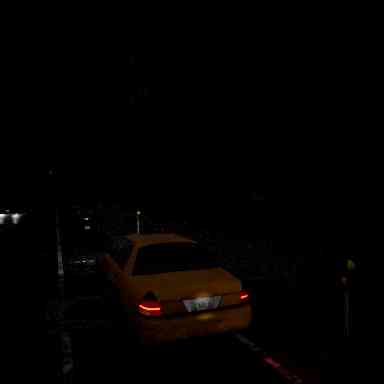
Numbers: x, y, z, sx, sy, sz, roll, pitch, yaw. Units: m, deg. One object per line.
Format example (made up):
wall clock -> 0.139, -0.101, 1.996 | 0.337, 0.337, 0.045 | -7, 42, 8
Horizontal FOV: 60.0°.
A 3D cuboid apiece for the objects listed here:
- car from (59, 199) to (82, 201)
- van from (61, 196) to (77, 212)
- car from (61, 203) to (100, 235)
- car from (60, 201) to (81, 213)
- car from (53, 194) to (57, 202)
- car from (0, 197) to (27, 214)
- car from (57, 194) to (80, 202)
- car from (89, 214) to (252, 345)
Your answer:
car -> -10.292, 1.568, 28.935 | 1.947, 1.339, 4.313 | 0, 0, -22
van -> -14.503, 1.343, 39.148 | 1.690, 1.788, 3.998 | 0, 0, -22
car -> -6.080, 1.552, 18.722 | 2.008, 1.369, 4.403 | 0, 0, -22
car -> -8.186, 1.552, 23.828 | 2.008, 1.369, 4.403 | 0, 0, -22
car -> -31.499, 1.471, 79.615 | 1.967, 1.590, 4.097 | 0, 0, -24
car -> -19.744, 1.550, 36.378 | 2.033, 1.411, 5.357 | 0, 0, -22
car -> -12.397, 1.317, 34.042 | 2.192, 1.841, 5.009 | 0, 0, -22
car -> -0.837, 1.457, 6.770 | 1.801, 1.575, 5.366 | 0, 0, -22
